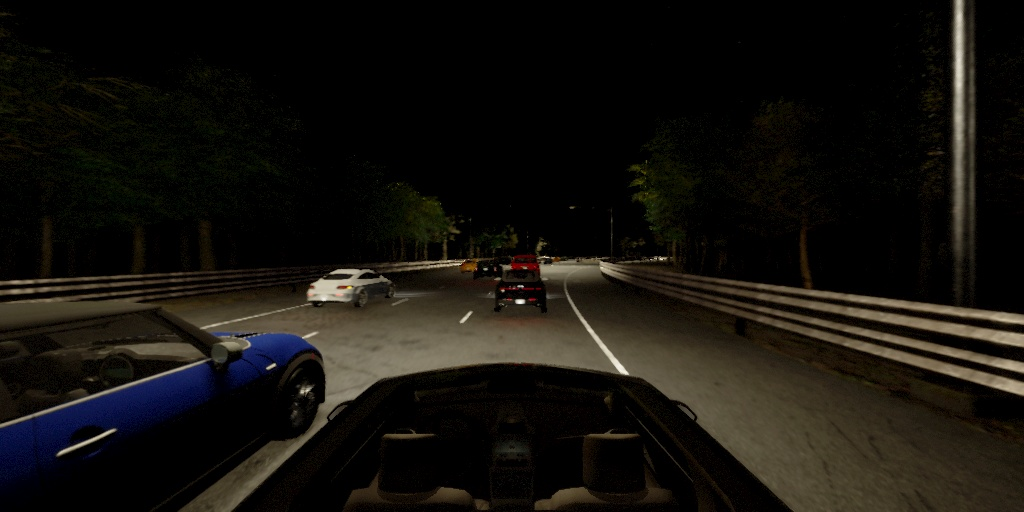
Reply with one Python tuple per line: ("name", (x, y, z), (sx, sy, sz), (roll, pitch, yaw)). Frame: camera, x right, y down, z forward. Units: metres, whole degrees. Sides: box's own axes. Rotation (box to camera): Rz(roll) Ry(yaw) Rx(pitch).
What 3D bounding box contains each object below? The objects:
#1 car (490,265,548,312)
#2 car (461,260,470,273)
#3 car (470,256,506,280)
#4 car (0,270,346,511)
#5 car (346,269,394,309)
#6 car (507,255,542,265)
("car", (0.367, 1.258, 14.247), (1.837, 1.490, 4.892), (0, 0, 2))
("car", (-4.623, 1.220, 42.191), (1.882, 1.535, 5.008), (0, 0, 6))
("car", (-1.997, 1.109, 31.651), (2.097, 1.767, 4.553), (0, 0, 4))
("car", (-3.350, 1.102, 2.557), (2.097, 1.767, 4.553), (0, 0, 1))
("car", (-6.548, 1.273, 14.999), (1.812, 1.442, 4.674), (0, 0, 3))
("car", (1.082, 0.978, 27.453), (2.150, 2.045, 5.566), (0, 0, 4))
